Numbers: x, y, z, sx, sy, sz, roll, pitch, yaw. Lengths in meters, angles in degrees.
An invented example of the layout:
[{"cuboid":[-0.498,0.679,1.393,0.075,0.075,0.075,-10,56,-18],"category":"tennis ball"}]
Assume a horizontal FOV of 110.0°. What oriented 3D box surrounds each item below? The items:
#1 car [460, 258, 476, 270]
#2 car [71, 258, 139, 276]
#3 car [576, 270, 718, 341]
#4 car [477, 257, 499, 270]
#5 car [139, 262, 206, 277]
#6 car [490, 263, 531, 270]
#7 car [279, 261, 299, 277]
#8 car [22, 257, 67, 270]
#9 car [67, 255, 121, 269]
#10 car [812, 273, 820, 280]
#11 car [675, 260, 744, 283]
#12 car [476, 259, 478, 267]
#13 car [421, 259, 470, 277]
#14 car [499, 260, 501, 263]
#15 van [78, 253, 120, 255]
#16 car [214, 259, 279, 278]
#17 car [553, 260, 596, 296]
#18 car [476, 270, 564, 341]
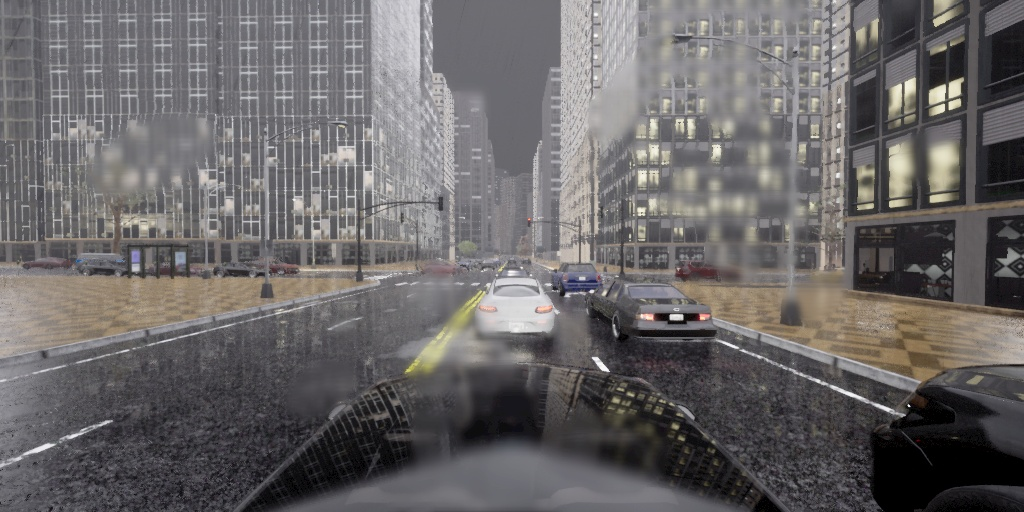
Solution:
[{"cuboid":[-6.616,1.068,49.285,2.097,1.767,4.553,0,0,1],"category":"car"},{"cuboid":[-34.091,1.069,30.609,4.313,1.339,1.948,0,0,1],"category":"car"},{"cuboid":[3.353,1.293,9.829,2.033,1.411,5.357,0,0,0],"category":"car"},{"cuboid":[-3.334,1.262,51.269,2.033,1.411,5.357,0,0,0],"category":"car"},{"cuboid":[-28.411,1.138,30.435,4.207,1.307,1.802,0,0,1],"category":"car"},{"cuboid":[0.102,1.288,18.933,2.033,1.411,5.357,0,0,0],"category":"car"},{"cuboid":[-22.275,1.045,32.997,5.008,1.535,1.882,1,1,1],"category":"car"},{"cuboid":[-50.963,0.793,39.388,4.207,1.307,1.802,0,0,1],"category":"car"},{"cuboid":[-37.426,0.922,33.315,4.902,1.511,2.128,0,1,1],"category":"car"},{"cuboid":[27.647,1.579,29.569,4.829,1.417,1.751,0,0,1],"category":"car"},{"cuboid":[16.198,1.269,29.767,5.009,1.841,2.192,0,0,1],"category":"car"},{"cuboid":[-6.577,1.211,58.382,1.837,1.490,4.892,0,0,0],"category":"car"},{"cuboid":[-6.646,1.241,34.684,4.181,1.385,1.994,0,1,-22],"category":"car"},{"cuboid":[-3.317,1.304,61.030,1.895,1.301,4.718,0,0,0],"category":"car"},{"cuboid":[-45.281,0.605,39.271,3.998,1.789,1.690,0,0,1],"category":"van"},{"cuboid":[-22.727,1.174,30.301,4.313,1.339,1.948,0,0,1],"category":"car"},{"cuboid":[3.353,1.093,19.215,2.097,1.767,4.553,0,0,0],"category":"car"},{"cuboid":[0.100,1.272,9.688,1.812,1.442,4.674,0,0,0],"category":"car"}]
